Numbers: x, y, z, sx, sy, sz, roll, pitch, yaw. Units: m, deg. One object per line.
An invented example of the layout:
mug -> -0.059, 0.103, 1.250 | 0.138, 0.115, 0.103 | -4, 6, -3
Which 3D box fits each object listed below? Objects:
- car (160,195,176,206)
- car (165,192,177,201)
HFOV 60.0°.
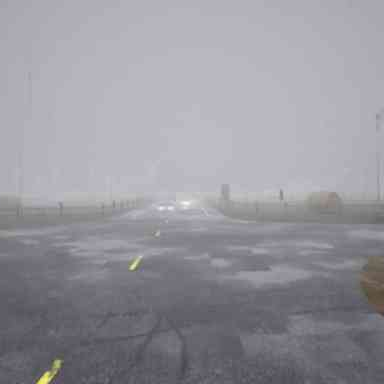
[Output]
car -> -4.057, 1.565, 52.581 | 1.895, 1.301, 4.718 | 0, 0, -1
car -> -4.335, 1.050, 68.992 | 2.150, 2.045, 5.566 | 0, 0, -1
